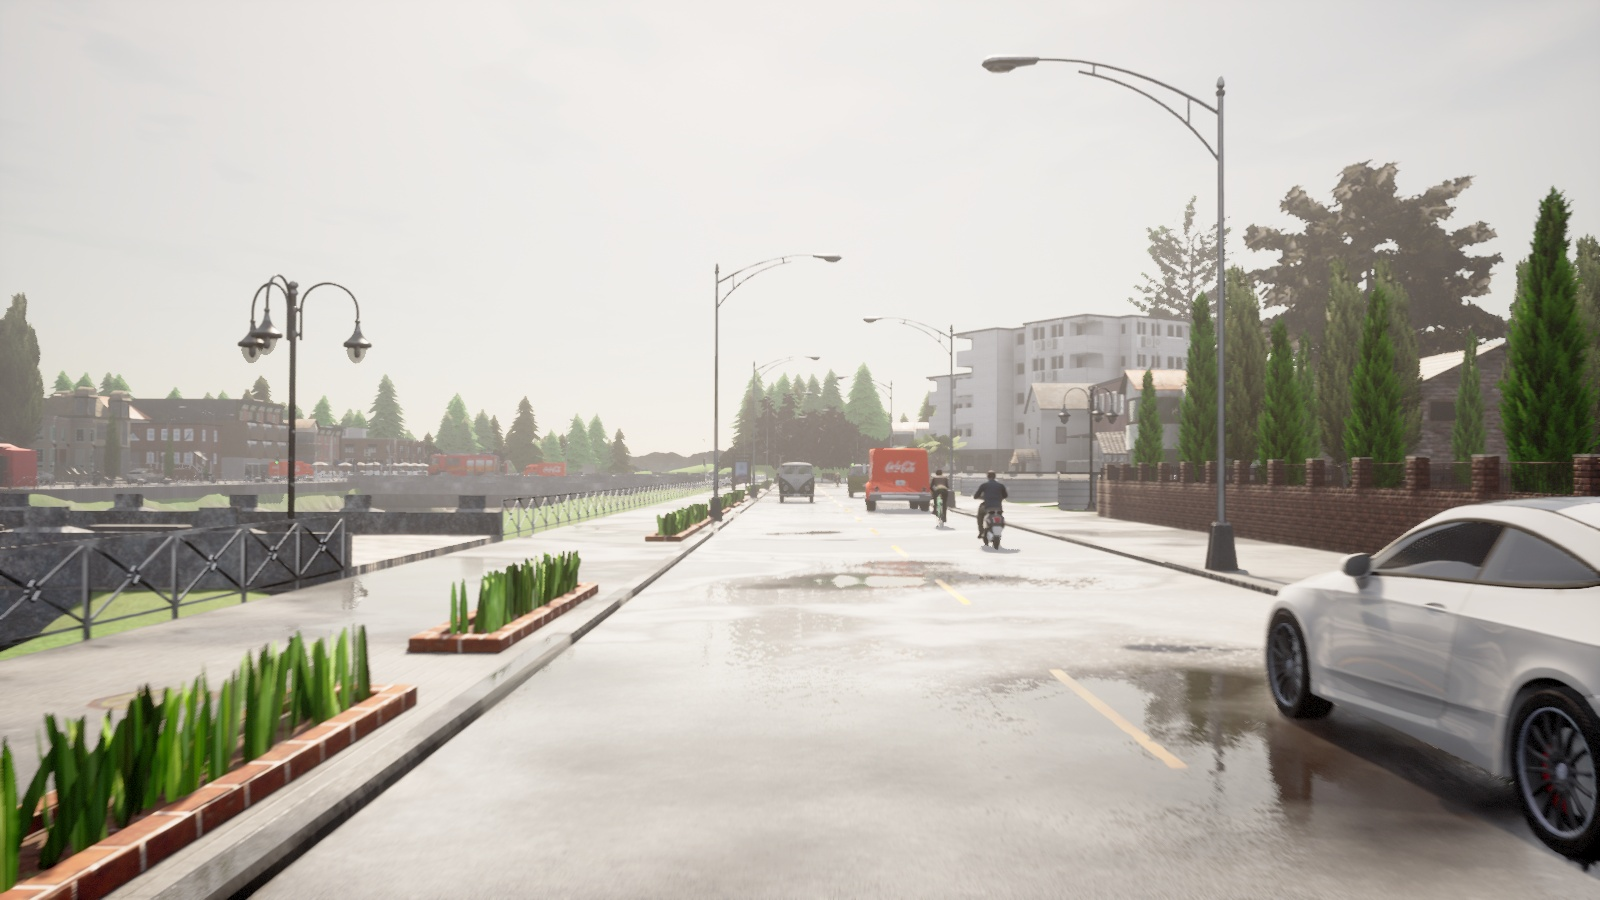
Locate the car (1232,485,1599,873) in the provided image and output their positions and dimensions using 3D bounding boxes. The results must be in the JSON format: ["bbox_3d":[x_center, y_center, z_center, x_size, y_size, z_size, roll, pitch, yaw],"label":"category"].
[{"bbox_3d":[3.985,0.935,6.581,1.812,1.442,4.674,0,-1,0],"label":"car"}]

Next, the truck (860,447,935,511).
[{"bbox_3d":[3.878,1.169,51.153,2.627,2.467,5.204,0,-1,0],"label":"truck"}]

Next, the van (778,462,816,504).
[{"bbox_3d":[-0.147,1.606,62.024,1.775,1.987,4.442,0,-1,0],"label":"van"}]

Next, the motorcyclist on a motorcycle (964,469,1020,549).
[{"bbox_3d":[3.939,1.187,25.952,0.866,1.590,1.817,0,-1,0],"label":"motorcyclist on a motorcycle"}]

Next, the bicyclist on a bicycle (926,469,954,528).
[{"bbox_3d":[3.917,1.342,35.270,0.582,1.620,1.656,0,-1,0],"label":"bicyclist on a bicycle"}]

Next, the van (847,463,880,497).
[{"bbox_3d":[3.820,1.827,76.134,1.775,1.987,4.442,0,-1,0],"label":"van"}]
